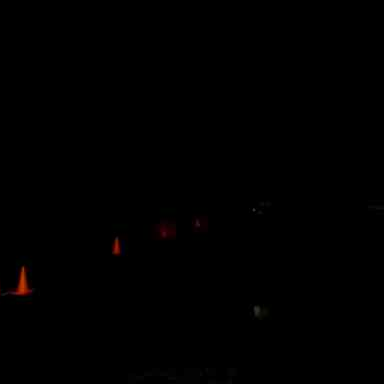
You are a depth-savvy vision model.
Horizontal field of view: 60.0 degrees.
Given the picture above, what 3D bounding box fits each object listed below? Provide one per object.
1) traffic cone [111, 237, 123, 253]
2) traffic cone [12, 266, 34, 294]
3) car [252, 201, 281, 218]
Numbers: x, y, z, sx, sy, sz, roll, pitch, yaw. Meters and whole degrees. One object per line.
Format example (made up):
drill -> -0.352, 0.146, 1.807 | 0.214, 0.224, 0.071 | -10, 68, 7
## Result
traffic cone -> -2.876, 2.018, 12.714 | 0.340, 0.580, 0.340 | 0, 0, 13
traffic cone -> -3.852, 1.989, 7.593 | 0.340, 0.580, 0.340 | 0, 0, 8
car -> 7.100, 1.587, 31.317 | 1.812, 1.442, 4.674 | 0, 0, 29
